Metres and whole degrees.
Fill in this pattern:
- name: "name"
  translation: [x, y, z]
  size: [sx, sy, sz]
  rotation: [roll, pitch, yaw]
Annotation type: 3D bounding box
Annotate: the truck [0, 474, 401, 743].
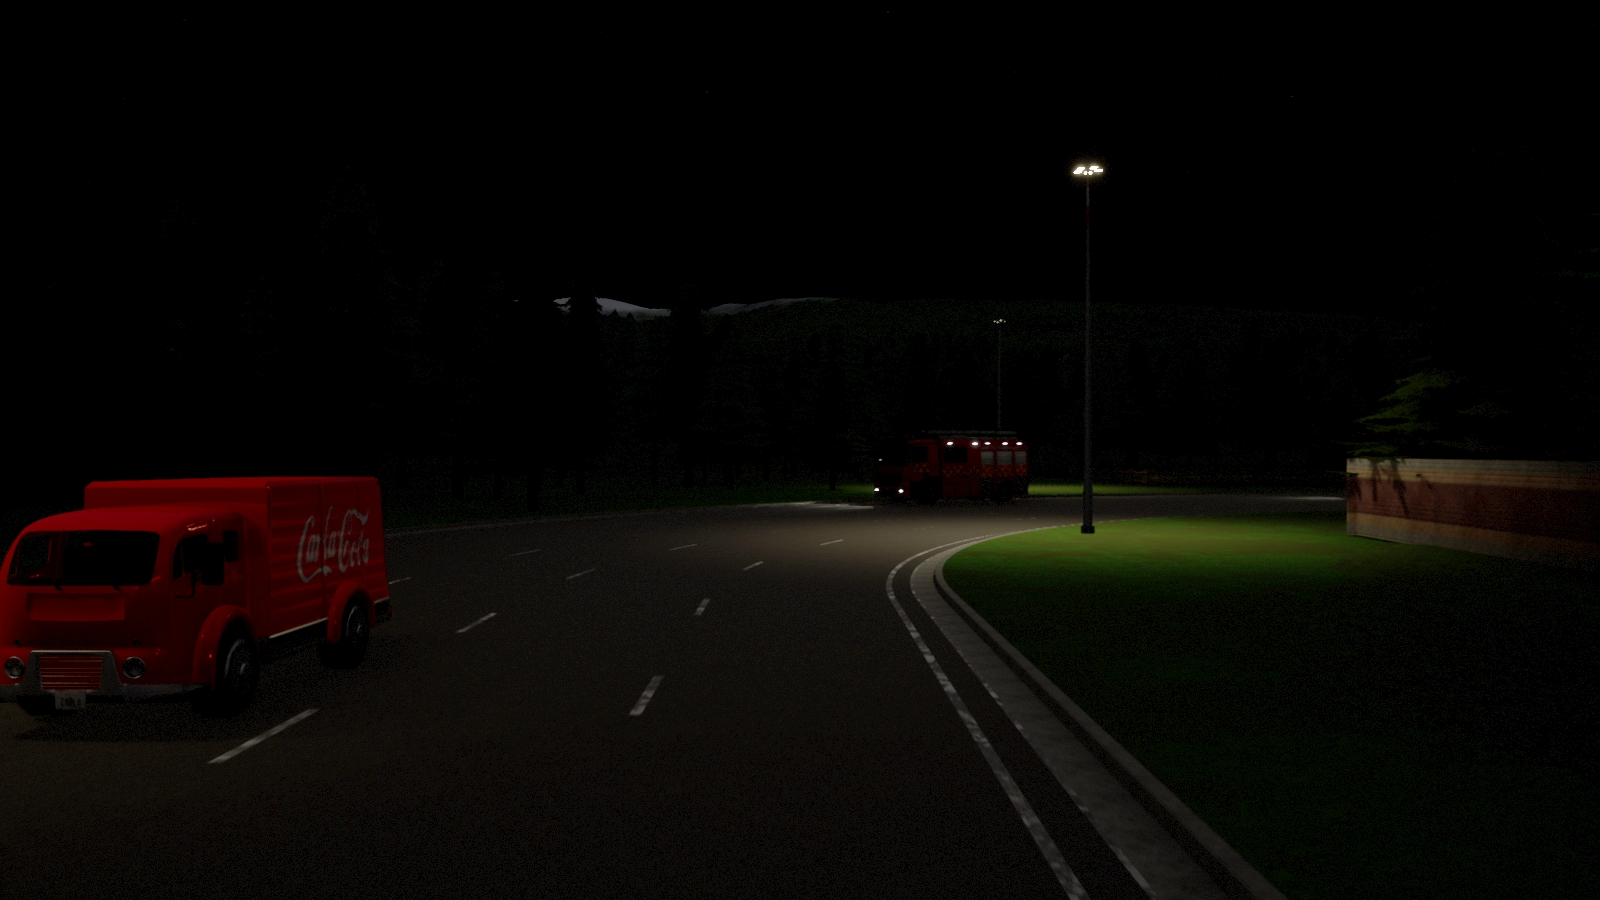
- name: "truck"
  translation: [-6.960, 1.570, 13.528]
  size: [2.627, 2.467, 5.204]
  rotation: [0, 0, 0]
